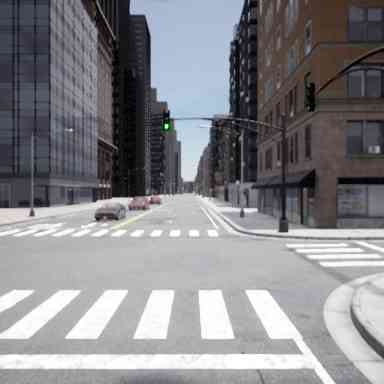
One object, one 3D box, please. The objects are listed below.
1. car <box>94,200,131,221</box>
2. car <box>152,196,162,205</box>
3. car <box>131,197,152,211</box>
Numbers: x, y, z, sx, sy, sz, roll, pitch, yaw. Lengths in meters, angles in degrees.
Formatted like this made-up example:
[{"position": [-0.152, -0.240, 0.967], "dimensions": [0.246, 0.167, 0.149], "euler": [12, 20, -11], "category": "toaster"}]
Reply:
[{"position": [-6.682, 1.585, 27.781], "dimensions": [2.033, 1.411, 5.357], "euler": [0, 0, -3], "category": "car"}, {"position": [-6.616, 1.561, 61.137], "dimensions": [1.882, 1.535, 5.008], "euler": [0, 0, 0], "category": "car"}, {"position": [-6.668, 1.410, 42.064], "dimensions": [2.097, 1.767, 4.553], "euler": [0, 0, 0], "category": "car"}]
